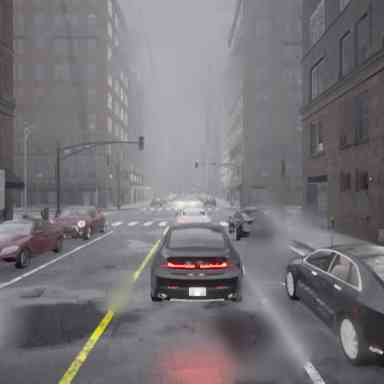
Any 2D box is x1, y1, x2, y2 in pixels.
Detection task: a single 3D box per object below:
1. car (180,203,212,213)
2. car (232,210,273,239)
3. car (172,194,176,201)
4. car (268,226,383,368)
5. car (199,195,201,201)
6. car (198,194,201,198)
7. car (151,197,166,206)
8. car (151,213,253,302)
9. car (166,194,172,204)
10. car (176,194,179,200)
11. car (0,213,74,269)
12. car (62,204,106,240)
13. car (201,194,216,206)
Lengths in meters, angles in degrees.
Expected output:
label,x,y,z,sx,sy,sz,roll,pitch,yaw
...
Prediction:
label,x,y,z,sx,sy,sz,roll,pitch,yaw
car,0.081,1.520,17.401,1.812,1.442,4.674,0,0,-1
car,2.854,1.560,16.589,1.947,1.339,4.313,0,0,0
car,-5.593,1.594,80.564,1.752,1.417,4.829,0,0,0
car,2.855,1.548,5.586,2.008,1.369,4.403,0,0,0
car,2.905,1.581,64.496,2.008,1.369,4.403,0,0,0
car,2.923,1.494,75.315,1.967,1.590,4.097,0,0,0
car,-5.639,1.596,53.691,1.802,1.307,4.206,0,0,0
car,0.097,1.502,8.253,1.837,1.490,4.892,0,0,0
car,-5.620,1.581,64.508,2.008,1.369,4.403,0,0,0
car,-5.575,1.420,91.551,2.192,1.841,5.009,0,0,0
car,-5.671,1.578,11.087,1.802,1.307,4.206,0,0,0
car,-5.671,1.434,16.588,1.967,1.590,4.097,0,0,0
car,2.885,1.455,53.679,1.967,1.590,4.097,0,0,0
